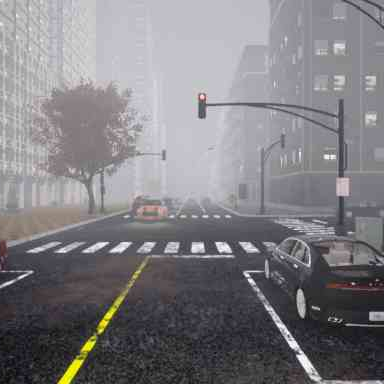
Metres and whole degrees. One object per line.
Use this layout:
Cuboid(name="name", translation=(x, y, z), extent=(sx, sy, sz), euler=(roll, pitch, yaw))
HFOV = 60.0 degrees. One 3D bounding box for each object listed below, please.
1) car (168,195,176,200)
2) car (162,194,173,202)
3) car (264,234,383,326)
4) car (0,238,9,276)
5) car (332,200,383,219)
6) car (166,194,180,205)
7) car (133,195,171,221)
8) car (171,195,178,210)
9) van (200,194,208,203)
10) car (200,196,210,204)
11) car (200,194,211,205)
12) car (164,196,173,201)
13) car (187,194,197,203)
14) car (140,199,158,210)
Cuboid(name="car", translation=(-5.793, 1.654, 94.571), extent=(2.008, 1.369, 4.403), euler=(0, 0, 0))
Cuboid(name="car", translation=(-5.776, 1.385, 78.002), extent=(2.192, 1.841, 5.009), euler=(0, 0, 0))
Cuboid(name="car", translation=(2.681, 1.551, 6.963), extent=(2.008, 1.369, 4.403), euler=(0, 0, 0))
Cuboid(name="car", translation=(-5.699, 1.545, 6.954), extent=(1.887, 1.381, 4.507), euler=(0, 0, 0))
Cuboid(name="car", translation=(13.397, 1.350, 26.380), extent=(4.403, 1.369, 2.008), euler=(-1, 1, -1))
Cuboid(name="car", translation=(-3.142, 1.532, 58.835), extent=(2.128, 1.511, 4.902), euler=(0, 0, 0))
Cuboid(name="car", translation=(-3.129, 1.361, 26.907), extent=(2.097, 1.767, 4.553), euler=(0, 0, 0))
Cuboid(name="car", translation=(-3.145, 1.529, 42.456), extent=(1.837, 1.490, 4.892), euler=(0, 0, 0))
Cuboid(name="van", translation=(2.611, 1.402, 72.489), extent=(1.690, 1.788, 3.998), euler=(0, 0, 0))
Cuboid(name="car", translation=(2.617, 1.578, 67.135), extent=(1.752, 1.417, 4.829), euler=(0, 0, 0))
Cuboid(name="car", translation=(2.623, 1.610, 61.442), extent=(1.947, 1.339, 4.313), euler=(0, 0, 0))
Cuboid(name="car", translation=(-5.781, 1.632, 83.525), extent=(2.008, 1.369, 4.403), euler=(0, 0, 0))
Cuboid(name="car", translation=(-0.074, 1.602, 68.670), extent=(2.033, 1.411, 5.357), euler=(0, 0, 0))
Cuboid(name="car", translation=(-5.740, 1.592, 44.865), extent=(1.947, 1.339, 4.313), euler=(0, 0, 0))
